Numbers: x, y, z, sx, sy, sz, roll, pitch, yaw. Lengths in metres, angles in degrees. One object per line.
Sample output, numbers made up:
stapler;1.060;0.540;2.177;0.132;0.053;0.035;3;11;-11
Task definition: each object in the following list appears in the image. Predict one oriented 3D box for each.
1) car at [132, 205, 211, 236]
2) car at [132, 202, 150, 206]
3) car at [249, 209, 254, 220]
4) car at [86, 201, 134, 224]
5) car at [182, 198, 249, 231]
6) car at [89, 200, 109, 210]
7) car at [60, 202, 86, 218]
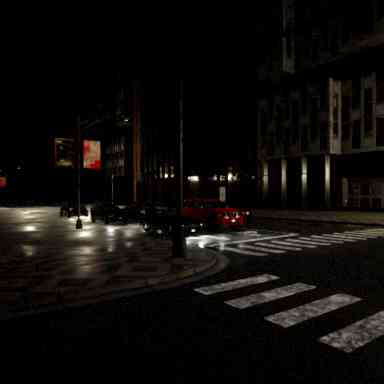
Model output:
car;-1.476;1.790;20.618;2.033;1.411;5.357;0;-1;-36
car;-4.647;1.713;30.639;2.097;1.767;4.553;0;-1;-36
car;3.662;1.823;30.533;1.994;1.385;4.181;0;-1;-36
car;-7.167;1.852;28.569;1.882;1.535;5.008;0;-1;-36
car;1.009;1.451;22.774;2.150;2.045;5.566;0;-1;-34
car;-16.391;2.202;58.542;1.882;1.535;5.008;0;0;-36
car;-13.077;1.864;36.840;2.097;1.767;4.553;0;-1;-35
